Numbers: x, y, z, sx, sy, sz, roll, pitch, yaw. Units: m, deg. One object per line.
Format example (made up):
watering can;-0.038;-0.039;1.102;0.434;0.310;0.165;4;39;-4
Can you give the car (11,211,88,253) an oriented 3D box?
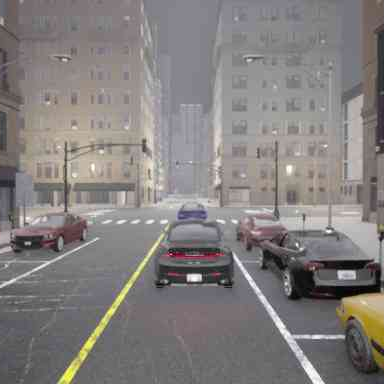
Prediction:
car;-5.702;1.539;13.775;1.887;1.381;4.507;-1;0;0

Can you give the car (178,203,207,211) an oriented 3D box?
car;0.031;1.468;22.675;1.882;1.535;5.008;0;0;0

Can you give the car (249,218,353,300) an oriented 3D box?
car;2.851;1.562;8.205;1.947;1.339;4.313;-1;0;0

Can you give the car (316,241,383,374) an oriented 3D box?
car;2.859;1.524;2.788;1.752;1.417;4.829;-1;0;0

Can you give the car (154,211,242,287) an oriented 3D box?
car;0.056;1.502;9.281;1.837;1.490;4.892;0;0;0

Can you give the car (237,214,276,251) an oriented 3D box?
car;2.843;1.576;13.790;1.802;1.307;4.206;-1;0;0
